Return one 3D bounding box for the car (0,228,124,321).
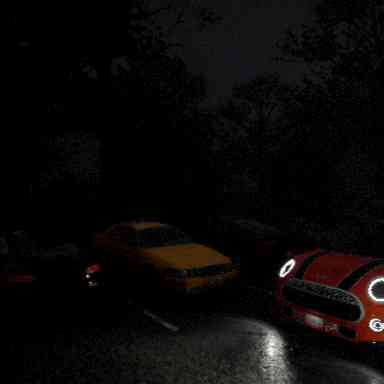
[{"bbox_3d":[-3.444,1.517,7.348,2.002,1.452,4.674,0,0,-35],"label":"car"}]

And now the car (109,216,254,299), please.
[{"bbox_3d":[-1.071,1.466,8.817,1.946,1.575,5.366,0,0,-36],"label":"car"}]

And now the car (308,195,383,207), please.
[{"bbox_3d":[7.902,1.190,15.419,2.435,2.045,5.566,0,0,-36],"label":"car"}]

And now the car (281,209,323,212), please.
[{"bbox_3d":[3.372,1.484,12.182,2.163,1.488,4.792,0,0,-36],"label":"car"}]

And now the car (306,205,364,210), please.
[{"bbox_3d":[5.605,1.476,13.848,2.163,1.488,4.792,0,0,-36],"label":"car"}]

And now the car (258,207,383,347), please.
[{"bbox_3d":[3.663,1.334,6.295,4.553,1.767,2.097,0,0,-35],"label":"car"}]

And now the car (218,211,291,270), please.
[{"bbox_3d":[1.092,1.462,10.583,2.097,1.535,5.008,0,0,-36],"label":"car"}]
